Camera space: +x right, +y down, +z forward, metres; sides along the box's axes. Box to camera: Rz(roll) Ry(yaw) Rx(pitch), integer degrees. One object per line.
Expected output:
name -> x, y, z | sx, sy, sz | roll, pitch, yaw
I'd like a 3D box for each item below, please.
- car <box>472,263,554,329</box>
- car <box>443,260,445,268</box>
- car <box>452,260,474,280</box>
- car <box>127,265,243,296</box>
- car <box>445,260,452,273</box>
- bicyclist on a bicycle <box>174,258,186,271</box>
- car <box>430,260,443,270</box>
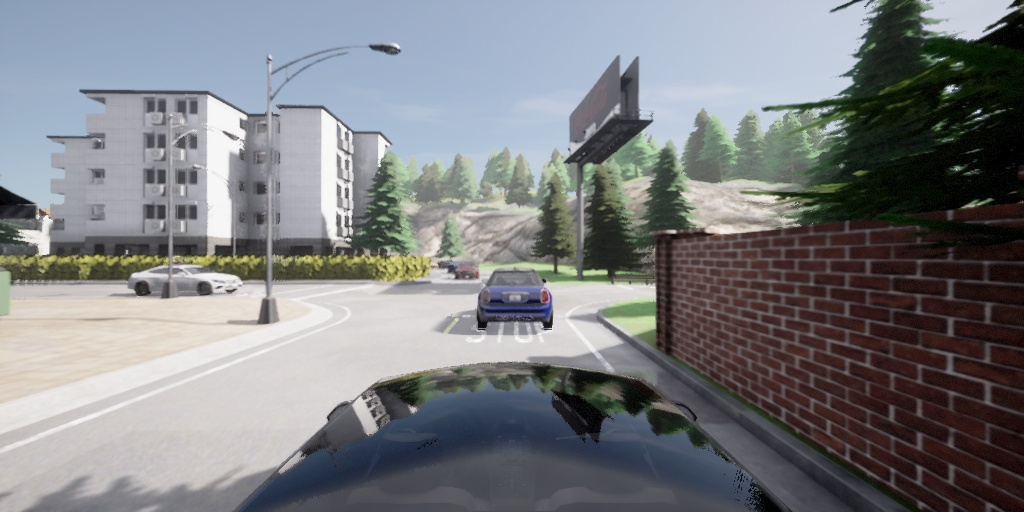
car -> 0.086, 1.131, 11.521 | 2.097, 1.767, 4.553 | 0, 0, 0
car -> -11.835, 1.427, 59.862 | 2.128, 1.511, 4.902 | 0, 0, -41
car -> -4.137, 1.202, 33.036 | 2.097, 1.767, 4.553 | 0, 0, -8
car -> -15.854, 1.150, 17.493 | 4.674, 1.442, 1.812 | 0, 0, -1
car -> -6.482, 1.361, 43.541 | 1.882, 1.535, 5.008 | 0, 0, -21
bicyclist on a bicycle -> -23.064, 0.948, 24.845 | 0.582, 1.620, 1.656 | 0, 0, -1
car -> -13.182, 1.401, 55.831 | 1.882, 1.535, 5.008 | 0, 1, -39
